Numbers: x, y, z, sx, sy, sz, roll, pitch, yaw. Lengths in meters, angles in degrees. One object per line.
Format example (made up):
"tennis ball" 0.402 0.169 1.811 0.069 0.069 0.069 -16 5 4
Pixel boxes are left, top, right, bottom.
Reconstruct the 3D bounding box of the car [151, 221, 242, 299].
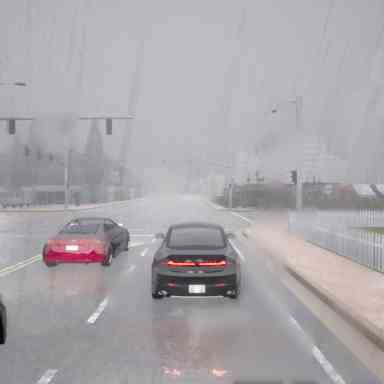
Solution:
"car" 0.087 1.505 8.440 1.837 1.490 4.892 0 0 0

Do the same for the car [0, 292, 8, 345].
"car" -3.408 1.492 2.570 2.128 1.511 4.902 0 0 0

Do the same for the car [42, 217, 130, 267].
"car" -3.418 1.564 11.479 1.994 1.385 4.181 0 0 0
